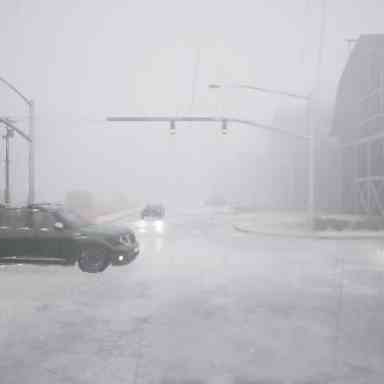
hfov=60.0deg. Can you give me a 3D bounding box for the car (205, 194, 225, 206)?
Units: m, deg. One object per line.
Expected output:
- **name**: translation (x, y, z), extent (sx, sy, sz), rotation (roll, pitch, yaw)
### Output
- **car**: translation (4.115, 1.452, 59.868), extent (1.905, 1.878, 3.866), rotation (-7, 3, -42)

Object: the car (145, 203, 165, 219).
- **car**: translation (-3.605, 1.759, 31.275), extent (1.895, 1.301, 4.718), rotation (0, 0, 0)

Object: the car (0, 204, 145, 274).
- **car**: translation (-4.521, 1.416, 10.422), extent (5.566, 2.045, 2.150), rotation (1, 0, 1)
